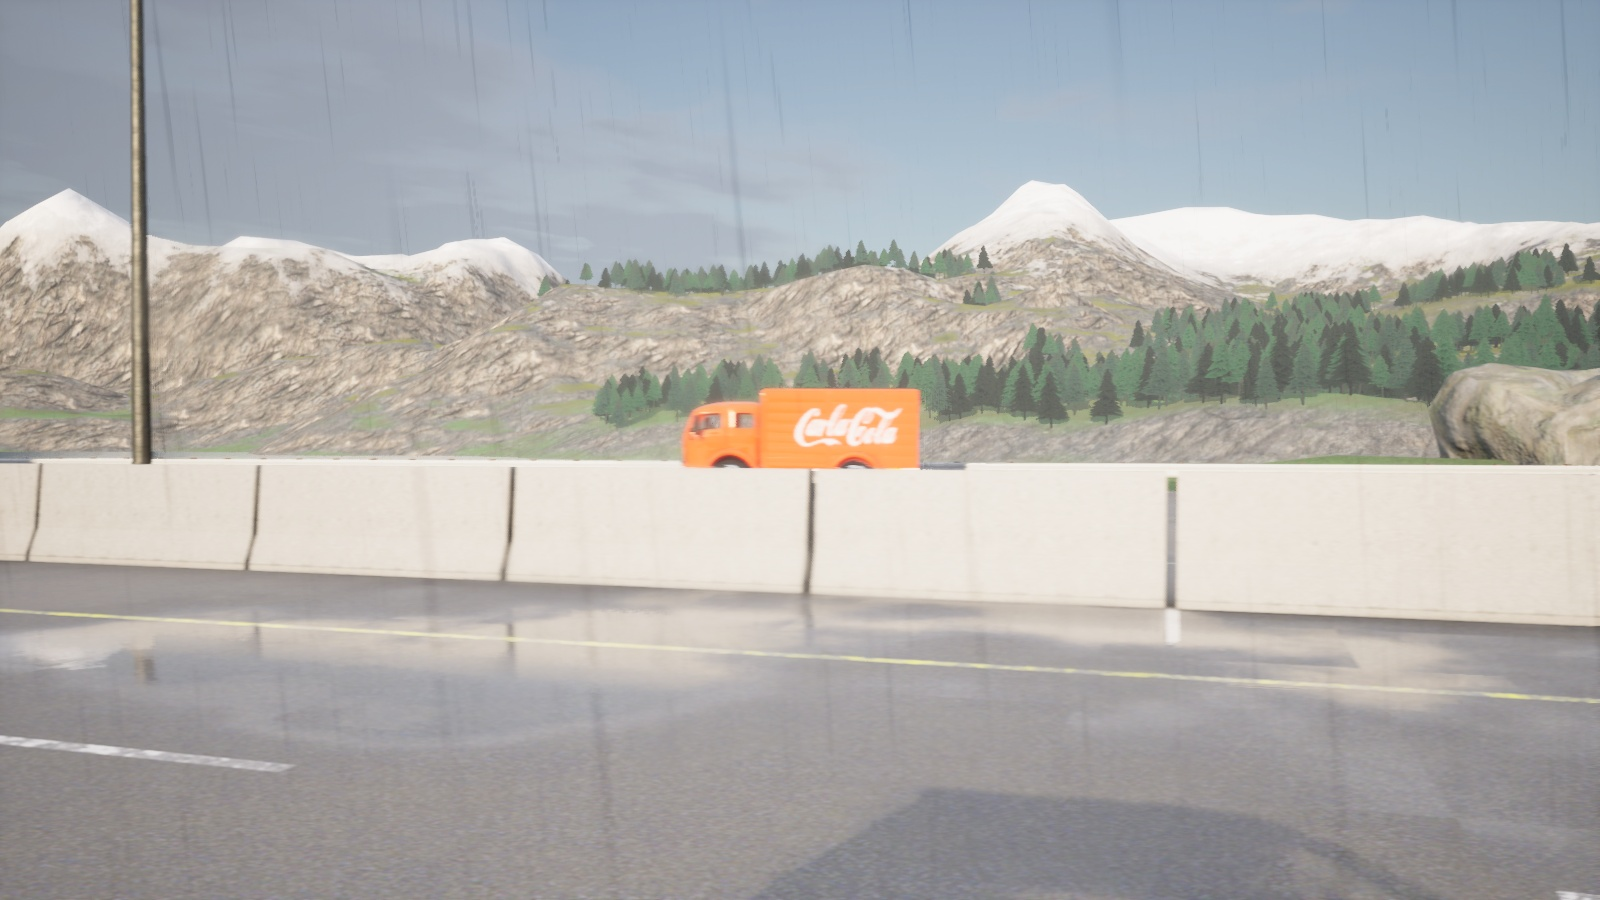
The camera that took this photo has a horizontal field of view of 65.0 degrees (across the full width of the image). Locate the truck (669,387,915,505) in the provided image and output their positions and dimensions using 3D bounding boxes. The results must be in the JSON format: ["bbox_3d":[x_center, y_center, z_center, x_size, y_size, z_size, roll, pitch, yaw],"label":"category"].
[{"bbox_3d":[-0.141,-0.108,27.880,5.204,2.467,2.627,0,1,2],"label":"truck"}]
